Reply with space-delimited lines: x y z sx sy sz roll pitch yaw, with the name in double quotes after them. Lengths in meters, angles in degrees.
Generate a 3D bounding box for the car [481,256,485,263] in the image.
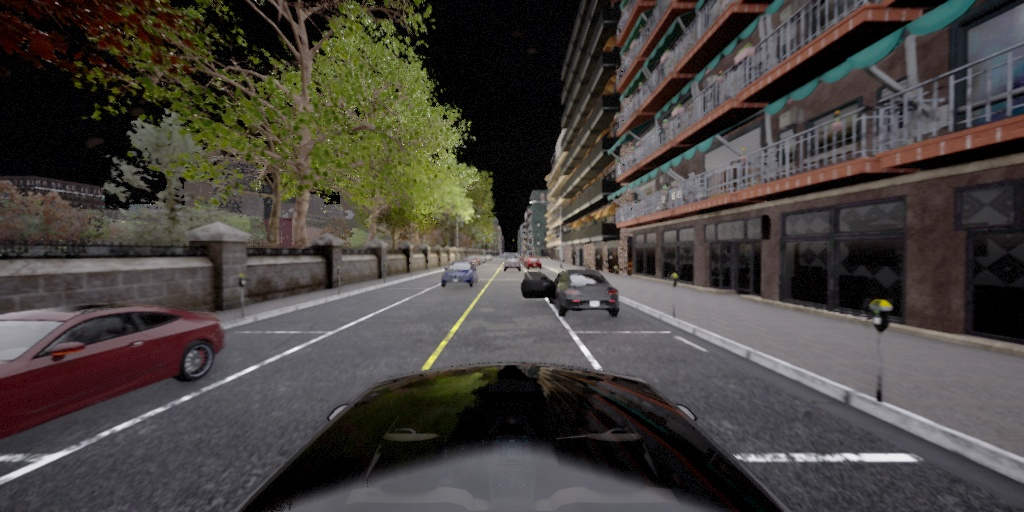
-5.737 0.655 55.116 1.967 1.591 4.097 0 0 0 "car"

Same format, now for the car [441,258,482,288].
-3.117 1.064 22.068 1.812 1.442 4.674 0 1 0 "car"

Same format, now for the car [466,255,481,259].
-5.732 0.708 49.488 1.967 1.591 4.097 0 0 0 "car"

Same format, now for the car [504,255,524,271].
0.039 0.904 40.225 2.033 1.411 5.357 0 0 0 "car"

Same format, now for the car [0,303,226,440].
-5.692 1.304 4.447 1.802 1.307 4.207 0 0 0 "car"

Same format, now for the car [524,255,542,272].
2.654 0.867 43.865 1.888 1.381 4.507 0 0 0 "car"

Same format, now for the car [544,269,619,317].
2.343 1.163 12.469 1.812 1.442 4.674 0 1 0 "car"

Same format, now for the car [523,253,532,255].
2.644 0.654 55.124 1.967 1.591 4.097 0 0 0 "car"
